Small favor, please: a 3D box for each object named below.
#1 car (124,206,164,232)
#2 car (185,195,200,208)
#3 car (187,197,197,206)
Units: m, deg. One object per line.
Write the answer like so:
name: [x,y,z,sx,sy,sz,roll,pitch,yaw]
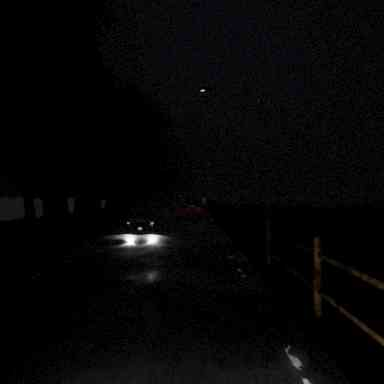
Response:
car: [-2.782,1.597,20.552,2.033,1.411,5.357,0,0,0]
car: [0.045,1.428,52.961,2.150,2.045,5.566,0,0,0]
car: [0.054,1.784,63.680,1.837,1.490,4.892,0,0,0]
